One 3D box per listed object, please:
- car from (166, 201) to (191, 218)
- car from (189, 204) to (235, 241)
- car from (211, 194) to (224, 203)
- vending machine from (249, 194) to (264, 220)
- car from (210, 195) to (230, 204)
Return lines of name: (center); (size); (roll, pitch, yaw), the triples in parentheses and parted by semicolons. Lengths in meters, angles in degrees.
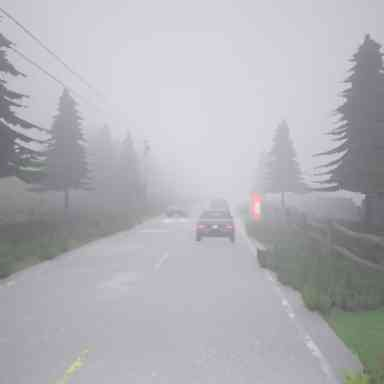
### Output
car: (-1.078, 1.542, 30.153); (2.033, 1.411, 5.357); (0, 0, 5)
car: (1.197, 1.551, 16.832); (2.033, 1.411, 5.357); (0, 0, 5)
car: (5.331, 1.335, 70.150); (2.097, 1.767, 4.553); (0, 0, 12)
vending machine: (5.340, 1.214, 27.702); (1.100, 2.100, 0.880); (0, 0, 5)
car: (3.029, 1.361, 36.581); (2.097, 1.767, 4.553); (0, 0, 7)
